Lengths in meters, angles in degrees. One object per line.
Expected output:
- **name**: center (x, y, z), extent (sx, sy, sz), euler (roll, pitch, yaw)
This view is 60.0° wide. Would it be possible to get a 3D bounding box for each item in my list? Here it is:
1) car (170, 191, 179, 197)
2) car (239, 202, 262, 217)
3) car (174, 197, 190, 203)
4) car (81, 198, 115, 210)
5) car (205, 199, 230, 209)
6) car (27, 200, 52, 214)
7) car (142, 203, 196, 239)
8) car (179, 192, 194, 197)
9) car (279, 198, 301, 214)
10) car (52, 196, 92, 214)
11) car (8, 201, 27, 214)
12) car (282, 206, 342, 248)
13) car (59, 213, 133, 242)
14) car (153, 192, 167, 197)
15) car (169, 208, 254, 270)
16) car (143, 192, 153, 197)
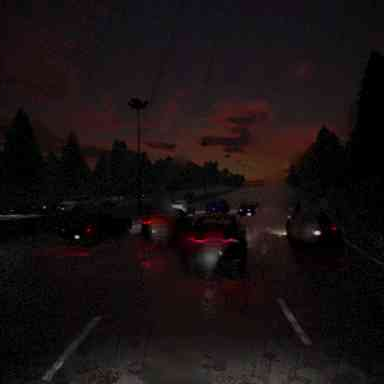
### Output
- **car**: center (-3.842, 0.556, 80.422), extent (1.882, 1.535, 5.008), euler (-1, 2, 14)
- **car**: center (5.249, 1.512, 29.632), extent (1.895, 1.301, 4.718), euler (-1, 0, 14)
- **car**: center (-0.950, 1.558, 33.749), extent (1.812, 1.442, 4.674), euler (-1, 0, 14)
- **car**: center (-10.632, 1.753, 39.058), extent (1.812, 1.442, 4.674), euler (-1, 1, 14)
- **car**: center (2.634, 1.423, 33.616), extent (1.882, 1.535, 5.008), euler (-1, 0, 14)
- **car**: center (-17.407, 1.731, 40.821), extent (2.097, 1.767, 4.553), euler (-1, 1, 14)
- **car**: center (-1.190, 1.610, 17.988), extent (1.837, 1.490, 4.892), euler (-1, 0, 13)
- **car**: center (-0.771, 0.741, 78.256), extent (2.128, 1.511, 4.902), euler (-1, 2, 14)
- **car**: center (9.355, 1.322, 31.687), extent (1.812, 1.442, 4.674), euler (-1, 0, 14)
- **car**: center (-13.942, 1.519, 40.277), extent (2.150, 2.045, 5.566), euler (-1, 1, 14)
- **car**: center (-20.765, 1.959, 41.800), extent (1.837, 1.490, 4.892), euler (-1, 1, 14)
- **car**: center (5.227, 1.526, 14.696), extent (1.994, 1.385, 4.181), euler (-1, 0, 13)
- **car**: center (-4.869, 1.790, 17.718), extent (1.895, 1.301, 4.718), euler (-1, 0, 13)
- **car**: center (-7.236, 0.679, 81.271), extent (1.812, 1.442, 4.674), euler (-1, 2, 14)
- **car**: center (0.922, 1.543, 11.247), extent (2.128, 1.511, 4.902), euler (-1, 0, 10)
- **car**: center (-10.632, 0.732, 82.118), extent (1.837, 1.490, 4.892), euler (-1, 2, 14)
